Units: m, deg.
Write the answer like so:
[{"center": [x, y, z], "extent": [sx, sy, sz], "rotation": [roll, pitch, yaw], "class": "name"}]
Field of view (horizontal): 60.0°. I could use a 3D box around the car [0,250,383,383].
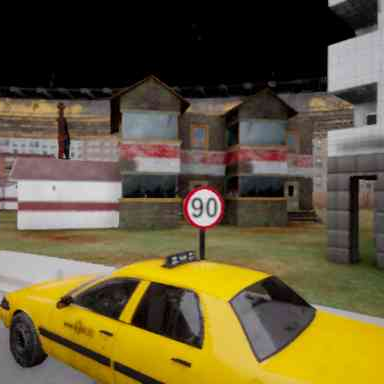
[{"center": [-0.377, 1.479, 4.031], "extent": [5.366, 1.575, 1.801], "rotation": [0, 0, 36], "class": "car"}]
